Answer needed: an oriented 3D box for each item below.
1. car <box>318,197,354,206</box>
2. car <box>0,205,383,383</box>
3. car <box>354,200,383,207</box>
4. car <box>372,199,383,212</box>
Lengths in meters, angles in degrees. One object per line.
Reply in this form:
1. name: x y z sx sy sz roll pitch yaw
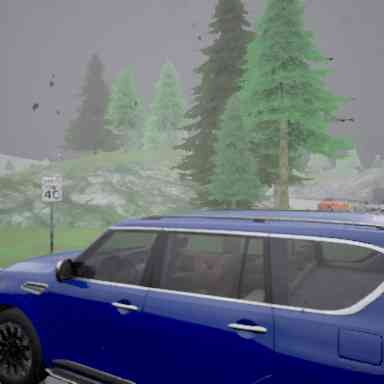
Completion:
1. car: 16.073 1.352 37.898 2.097 1.767 4.553 0 0 2
2. car: 0.005 1.222 3.809 5.566 2.045 2.150 0 0 29
3. car: 19.540 1.601 36.818 1.895 1.301 4.718 0 0 2
4. car: 23.108 1.564 38.855 1.994 1.385 4.181 0 0 2
